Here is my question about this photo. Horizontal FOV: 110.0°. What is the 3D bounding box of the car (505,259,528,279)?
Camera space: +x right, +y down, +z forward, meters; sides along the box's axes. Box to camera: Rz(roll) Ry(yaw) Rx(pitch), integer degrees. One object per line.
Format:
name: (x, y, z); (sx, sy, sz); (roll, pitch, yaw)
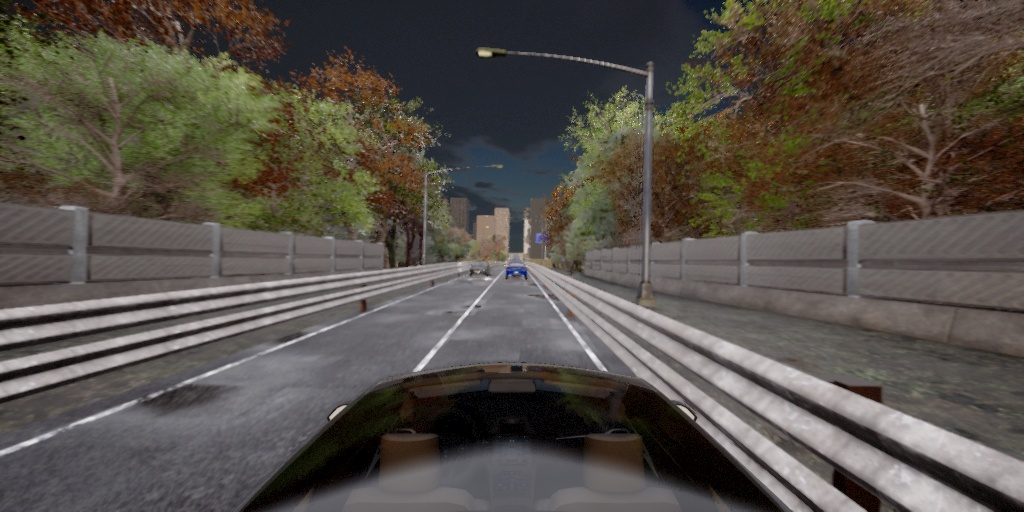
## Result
car: (0.409, 1.253, 32.882); (1.882, 1.535, 5.008); (1, 0, 1)

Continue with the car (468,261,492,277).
car: (-3.001, 1.221, 34.580); (1.837, 1.490, 4.892); (1, -1, 1)
